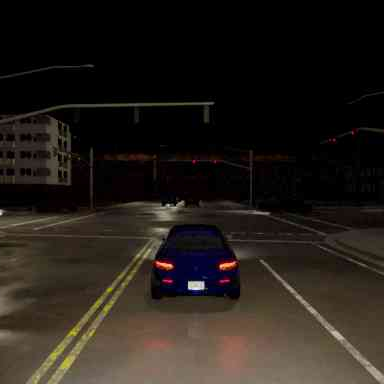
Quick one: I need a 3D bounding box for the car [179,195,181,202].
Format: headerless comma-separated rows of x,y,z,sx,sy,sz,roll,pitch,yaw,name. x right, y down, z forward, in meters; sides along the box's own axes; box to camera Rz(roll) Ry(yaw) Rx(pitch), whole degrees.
-3.624,1.526,63.622,1.812,1.442,4.674,0,0,1,car

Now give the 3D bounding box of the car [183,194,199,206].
0.004,1.352,53.624,2.097,1.767,4.553,0,0,0,car

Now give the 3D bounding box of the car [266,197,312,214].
10.133,1.505,34.235,4.181,1.385,1.994,0,0,1,car

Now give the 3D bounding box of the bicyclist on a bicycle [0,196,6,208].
-25.479,1.300,44.831,0.582,1.620,1.656,0,0,0,bicyclist on a bicycle

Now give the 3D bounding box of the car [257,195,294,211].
9.865,1.433,37.794,4.902,1.511,2.128,0,0,2,car

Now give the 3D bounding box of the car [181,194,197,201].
-0.816,1.355,83.311,2.097,1.767,4.553,0,0,27,car

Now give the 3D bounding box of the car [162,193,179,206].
-3.636,1.221,53.985,2.150,2.045,5.566,0,0,-1,car

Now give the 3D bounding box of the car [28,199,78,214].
-14.732,1.476,35.326,5.008,1.535,1.882,0,0,1,car

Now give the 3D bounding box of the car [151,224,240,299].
0.077,1.526,8.312,1.812,1.442,4.674,0,0,0,car
